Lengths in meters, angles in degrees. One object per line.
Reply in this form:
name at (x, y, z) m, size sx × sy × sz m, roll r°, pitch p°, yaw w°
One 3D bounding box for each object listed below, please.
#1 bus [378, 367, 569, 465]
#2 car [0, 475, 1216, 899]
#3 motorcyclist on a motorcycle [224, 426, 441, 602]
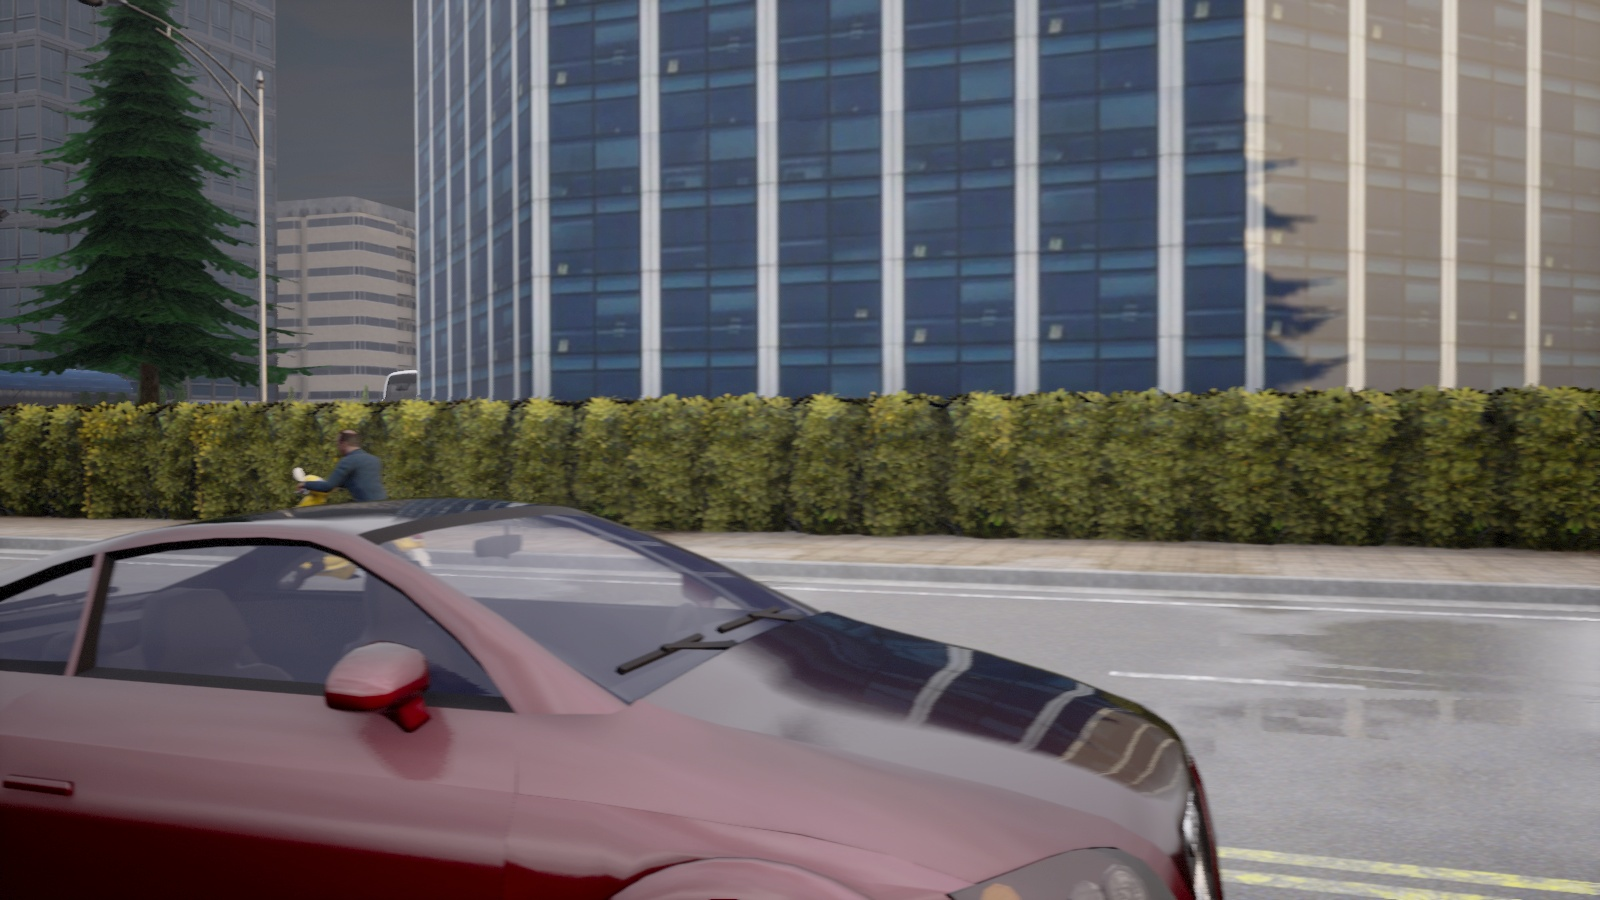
bus at (-15.313, -1.571, 60.141) m, size 3.944 × 4.253 × 10.273 m, roll 1°, pitch 1°, yaw 18°
car at (-1.040, 0.830, 3.543) m, size 4.181 × 1.385 × 1.994 m, roll 1°, pitch 1°, yaw 19°
motorcyclist on a motorcycle at (-4.490, 0.570, 12.088) m, size 1.817 × 1.590 × 0.866 m, roll 1°, pitch 1°, yaw 19°
